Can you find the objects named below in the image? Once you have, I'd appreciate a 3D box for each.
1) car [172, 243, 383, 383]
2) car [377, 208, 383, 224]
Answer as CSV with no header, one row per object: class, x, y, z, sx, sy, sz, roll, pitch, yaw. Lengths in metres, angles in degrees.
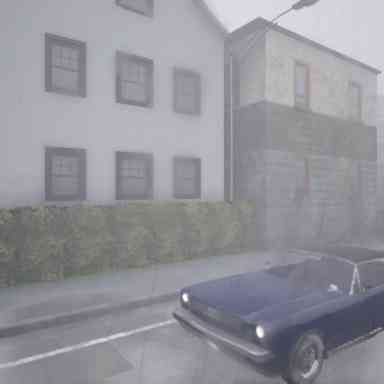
car,2.069,1.600,5.422,4.718,1.301,1.895,0,0,-35
car,15.774,1.698,24.351,1.812,1.442,4.674,0,0,-41
